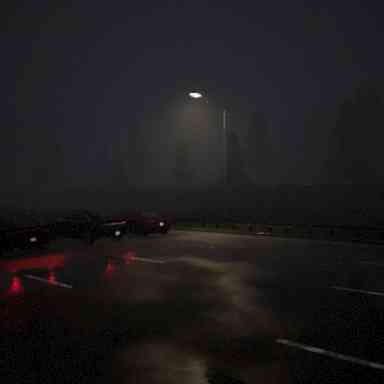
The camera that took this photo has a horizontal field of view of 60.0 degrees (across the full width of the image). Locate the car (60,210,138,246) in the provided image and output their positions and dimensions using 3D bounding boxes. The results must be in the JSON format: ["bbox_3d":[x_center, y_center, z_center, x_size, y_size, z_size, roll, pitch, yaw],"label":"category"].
[{"bbox_3d":[-5.277,1.649,16.269,4.902,1.511,2.128,-1,0,36],"label":"car"}]

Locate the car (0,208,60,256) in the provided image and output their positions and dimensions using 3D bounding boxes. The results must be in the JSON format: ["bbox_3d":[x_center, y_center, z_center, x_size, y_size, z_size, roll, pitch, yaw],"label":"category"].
[{"bbox_3d":[-7.915,1.642,13.862,5.008,1.535,1.882,0,0,36],"label":"car"}]

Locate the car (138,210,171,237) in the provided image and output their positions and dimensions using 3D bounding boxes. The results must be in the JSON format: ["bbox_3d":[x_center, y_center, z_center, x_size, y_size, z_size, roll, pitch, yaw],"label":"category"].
[{"bbox_3d":[-3.262,1.721,19.130,4.181,1.385,1.994,-1,0,36],"label":"car"}]

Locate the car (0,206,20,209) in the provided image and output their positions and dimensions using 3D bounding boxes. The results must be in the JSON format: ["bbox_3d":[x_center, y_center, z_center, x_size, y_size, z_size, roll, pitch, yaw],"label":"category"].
[{"bbox_3d":[-15.463,1.892,27.839,4.181,1.385,1.994,-1,0,36],"label":"car"}]
